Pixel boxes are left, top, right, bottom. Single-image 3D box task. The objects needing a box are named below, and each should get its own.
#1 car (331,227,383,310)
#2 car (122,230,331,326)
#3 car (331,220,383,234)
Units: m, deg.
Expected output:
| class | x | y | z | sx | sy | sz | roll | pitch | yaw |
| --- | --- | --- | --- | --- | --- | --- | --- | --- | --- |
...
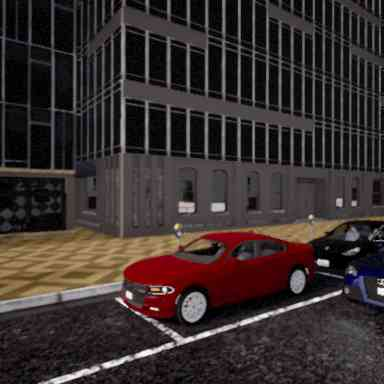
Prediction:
| class | x | y | z | sx | sy | sz | roll | pitch | yaw |
| --- | --- | --- | --- | --- | --- | --- | --- | --- | --- |
| car | 4.991 | 1.568 | 6.929 | 4.181 | 1.385 | 1.994 | 0 | 0 | -35 |
| car | 0.744 | 1.547 | 7.081 | 4.507 | 1.381 | 1.887 | 0 | 0 | -35 |
| car | 5.381 | 1.571 | 10.383 | 4.313 | 1.339 | 1.947 | 0 | 0 | -35 |
